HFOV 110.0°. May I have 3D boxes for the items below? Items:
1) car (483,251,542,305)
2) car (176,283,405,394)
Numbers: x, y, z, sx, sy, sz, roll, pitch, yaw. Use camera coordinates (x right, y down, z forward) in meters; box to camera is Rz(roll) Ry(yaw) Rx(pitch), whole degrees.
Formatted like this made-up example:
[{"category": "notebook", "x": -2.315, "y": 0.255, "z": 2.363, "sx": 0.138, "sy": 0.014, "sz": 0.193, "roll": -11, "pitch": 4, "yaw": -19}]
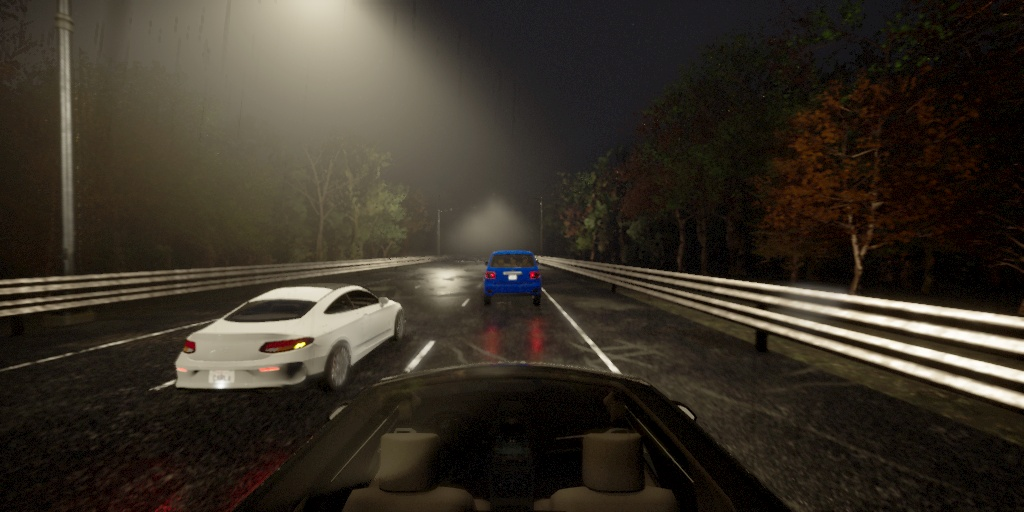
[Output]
[{"category": "car", "x": -0.002, "y": 0.793, "z": 15.117, "sx": 2.150, "sy": 2.045, "sz": 5.566, "roll": 0, "pitch": 1, "yaw": -1}, {"category": "car", "x": -3.411, "y": 1.219, "z": 6.510, "sx": 1.812, "sy": 1.442, "sz": 4.674, "roll": 0, "pitch": 1, "yaw": 0}]
